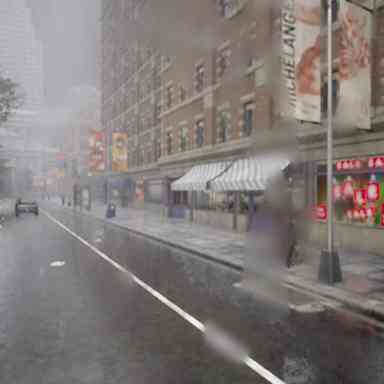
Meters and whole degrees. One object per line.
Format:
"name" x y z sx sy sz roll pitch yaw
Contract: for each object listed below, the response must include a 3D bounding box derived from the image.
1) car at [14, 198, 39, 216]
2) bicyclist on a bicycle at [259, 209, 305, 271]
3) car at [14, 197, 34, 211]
"car" -15.518 1.389 31.216 2.128 1.511 4.902 0 0 -28
"bicyclist on a bicycle" 2.464 1.272 8.988 1.656 1.620 0.582 0 0 -28
"car" -20.261 1.417 40.113 2.033 1.411 5.357 0 0 -27
